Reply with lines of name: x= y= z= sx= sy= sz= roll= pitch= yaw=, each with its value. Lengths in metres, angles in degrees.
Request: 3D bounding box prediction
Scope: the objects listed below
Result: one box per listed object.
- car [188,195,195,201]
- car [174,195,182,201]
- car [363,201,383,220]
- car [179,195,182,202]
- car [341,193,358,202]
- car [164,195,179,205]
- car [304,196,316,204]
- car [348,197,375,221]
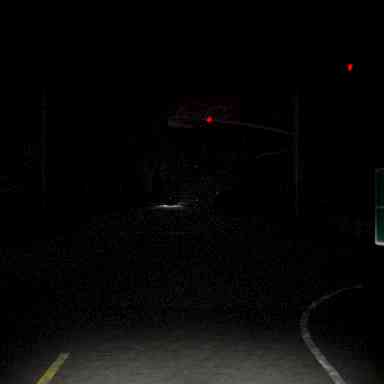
car: x=-0.113 y=1.530 z=86.348 sx=1.994 sy=1.385 sz=4.181 roll=0 pitch=0 yaw=0
car: x=-3.614 y=1.516 z=86.793 sx=2.033 sy=1.411 sz=5.357 roll=0 pitch=0 yaw=0
car: x=18.631 y=1.664 z=30.680 sx=4.611 sy=1.667 sz=2.242 roll=0 pitch=0 yaw=0
car: x=-3.593 y=1.337 z=71.284 sx=2.097 sy=1.767 sz=4.553 roll=0 pitch=0 yaw=0
car: x=34.755 y=1.471 z=71.902 sx=2.007 sy=1.523 sz=4.514 roll=0 pitch=0 yaw=0
car: x=-3.612 y=1.549 z=56.646 sx=1.994 sy=1.385 sz=4.181 roll=0 pitch=0 yaw=-1
car: x=22.368 y=1.536 z=64.085 sx=1.970 sy=1.475 sz=3.806 roll=0 pitch=0 yaw=0
car: x=14.316 y=1.498 z=25.001 sx=3.866 sy=1.878 sz=1.905 roll=0 pitch=0 yaw=0
